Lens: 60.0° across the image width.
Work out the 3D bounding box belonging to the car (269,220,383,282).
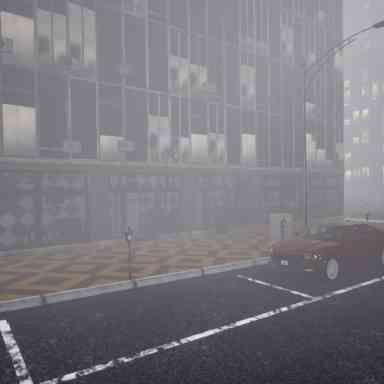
[{"bbox_3d":[4.164,1.542,9.725,4.507,1.381,1.887,0,-1,-36],"label":"car"}]

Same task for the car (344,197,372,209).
[{"bbox_3d":[18.697,1.275,39.608,1.752,1.417,4.829,-1,1,-35],"label":"car"}]
